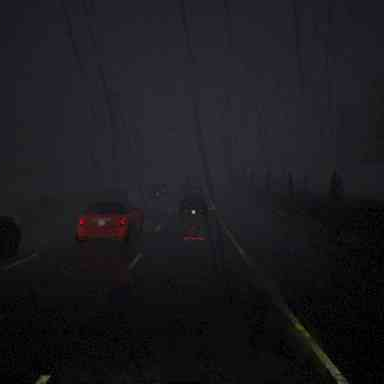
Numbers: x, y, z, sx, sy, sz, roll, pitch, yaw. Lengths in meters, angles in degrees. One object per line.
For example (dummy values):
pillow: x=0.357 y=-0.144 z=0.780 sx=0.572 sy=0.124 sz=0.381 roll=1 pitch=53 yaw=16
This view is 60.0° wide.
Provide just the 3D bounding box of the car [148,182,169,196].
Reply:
car: x=-3.461 y=-0.390 z=35.543 sx=1.895 sy=1.301 sz=4.718 roll=0 pitch=7 yaw=0

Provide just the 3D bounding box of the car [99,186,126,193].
car: x=-6.930 y=0.240 z=29.088 sx=2.128 sy=1.511 sz=4.902 roll=0 pitch=6 yaw=0

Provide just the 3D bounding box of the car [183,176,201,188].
car: x=0.016 y=-1.186 z=39.620 sx=2.097 sy=1.767 sz=4.553 roll=0 pitch=8 yaw=0

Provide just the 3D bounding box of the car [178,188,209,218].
car: x=0.091 y=0.805 z=22.690 sx=1.837 sy=1.490 sz=4.892 roll=0 pitch=4 yaw=0

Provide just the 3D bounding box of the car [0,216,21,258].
car: x=-6.902 y=1.127 z=8.974 sx=2.150 sy=2.045 sz=5.566 roll=0 pitch=1 yaw=0

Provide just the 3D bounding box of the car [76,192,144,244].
car: x=-3.404 y=1.104 z=14.625 sx=2.097 sy=1.767 sz=4.553 roll=0 pitch=2 yaw=0
